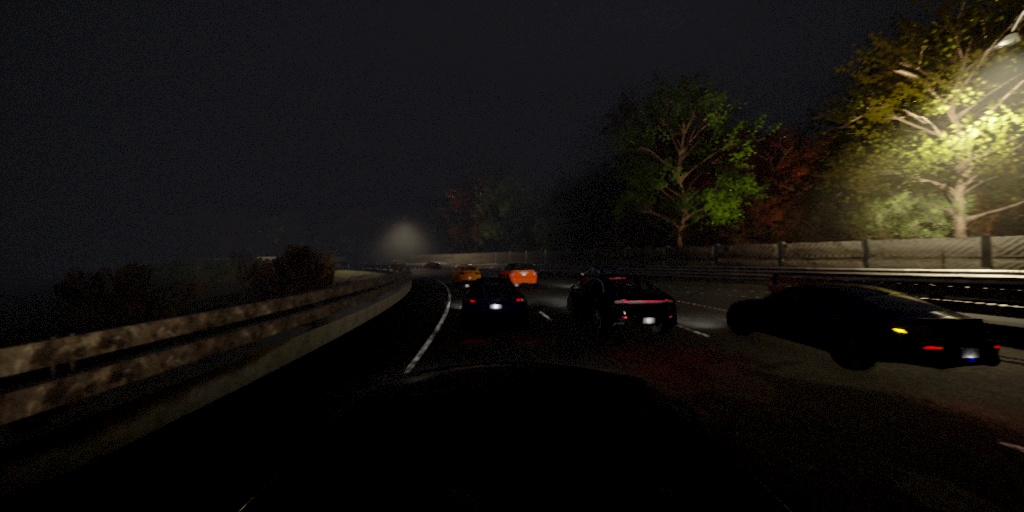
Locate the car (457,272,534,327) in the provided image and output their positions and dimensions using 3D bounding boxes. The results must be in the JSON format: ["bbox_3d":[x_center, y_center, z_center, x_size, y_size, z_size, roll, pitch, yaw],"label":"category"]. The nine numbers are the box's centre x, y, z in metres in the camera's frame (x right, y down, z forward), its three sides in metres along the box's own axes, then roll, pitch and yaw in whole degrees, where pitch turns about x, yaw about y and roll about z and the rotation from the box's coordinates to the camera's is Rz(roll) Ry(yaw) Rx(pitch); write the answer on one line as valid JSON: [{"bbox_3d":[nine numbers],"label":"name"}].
[{"bbox_3d":[-0.649,1.406,12.052,1.994,1.385,4.181,0,0,-6],"label":"car"}]

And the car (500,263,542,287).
[{"bbox_3d":[0.336,1.319,26.954,2.097,1.767,4.553,0,0,-13],"label":"car"}]

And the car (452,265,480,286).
[{"bbox_3d":[-3.717,1.478,28.754,1.882,1.535,5.008,0,-1,-15],"label":"car"}]

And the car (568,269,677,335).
[{"bbox_3d":[3.003,1.306,10.727,2.128,1.511,4.902,0,0,-4],"label":"car"}]

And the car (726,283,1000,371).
[{"bbox_3d":[6.730,1.297,7.659,1.812,1.442,4.674,0,0,-3],"label":"car"}]

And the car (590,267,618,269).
[{"bbox_3d":[5.207,1.385,20.769,2.128,1.511,4.902,0,0,-10],"label":"car"}]
